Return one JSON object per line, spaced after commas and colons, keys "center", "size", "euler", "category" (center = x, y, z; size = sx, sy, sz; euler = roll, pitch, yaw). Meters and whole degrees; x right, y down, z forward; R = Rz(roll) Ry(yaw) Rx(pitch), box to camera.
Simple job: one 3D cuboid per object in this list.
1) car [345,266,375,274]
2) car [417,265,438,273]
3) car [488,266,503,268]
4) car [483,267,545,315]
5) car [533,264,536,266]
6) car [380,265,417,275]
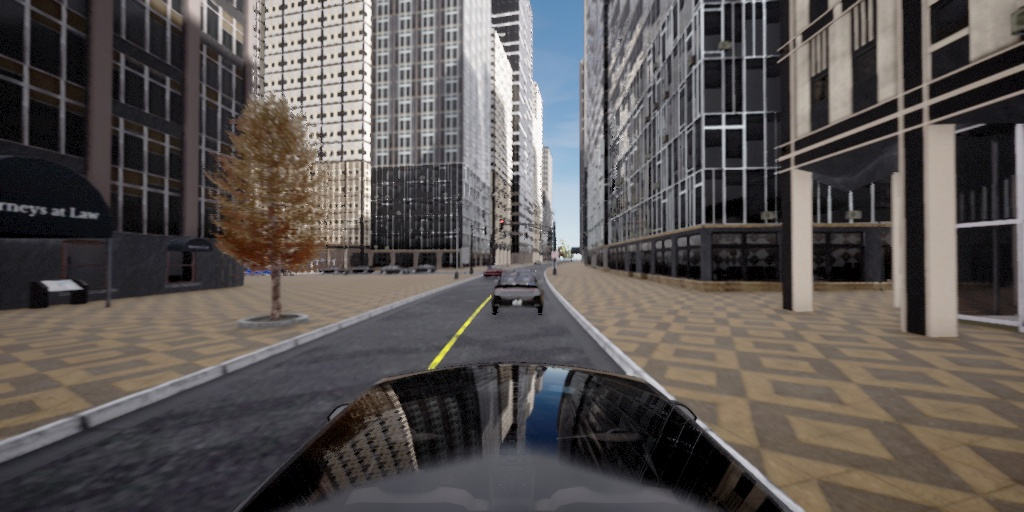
{"center": [-25.052, 2.273, 59.972], "size": [4.313, 1.339, 1.948], "euler": [0, 0, 13], "category": "car"}
{"center": [-14.086, 2.043, 57.466], "size": [4.403, 1.370, 2.007], "euler": [0, 0, 13], "category": "car"}
{"center": [-1.688, 1.632, 36.402], "size": [1.895, 1.301, 4.718], "euler": [0, 0, 5], "category": "car"}
{"center": [0.264, 1.349, 14.199], "size": [2.128, 1.511, 4.902], "euler": [0, 0, 2], "category": "car"}
{"center": [0.882, 1.573, 28.527], "size": [1.895, 1.301, 4.718], "euler": [0, 0, 4], "category": "car"}
{"center": [-15.953, 1.940, 49.297], "size": [4.403, 1.370, 2.007], "euler": [0, 0, 13], "category": "car"}
